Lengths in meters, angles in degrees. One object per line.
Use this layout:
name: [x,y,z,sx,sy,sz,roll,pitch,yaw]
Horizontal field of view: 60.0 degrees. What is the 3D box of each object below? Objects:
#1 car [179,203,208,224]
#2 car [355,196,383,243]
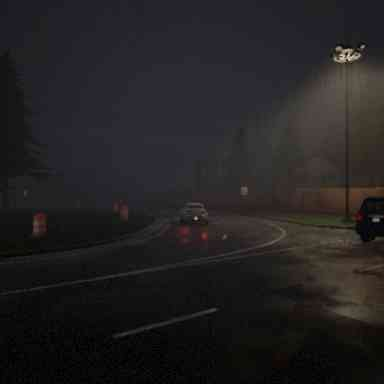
car: [0.075,1.515,24.503,1.812,1.442,4.674,0,0,-5]
car: [9.552,1.209,14.867,5.566,2.045,2.150,0,0,-35]
